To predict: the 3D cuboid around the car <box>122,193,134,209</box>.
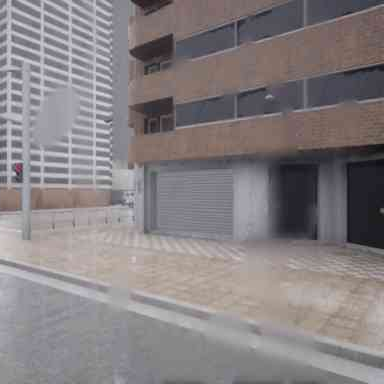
[{"bbox_3d":[-6.395,1.348,43.641,2.097,1.767,4.553,0,0,36],"label":"car"}]
